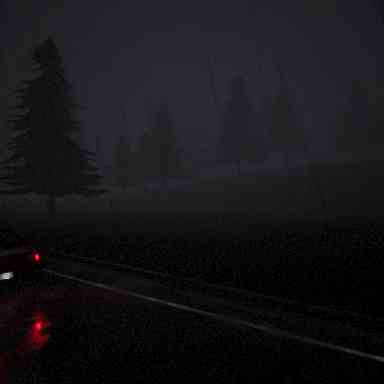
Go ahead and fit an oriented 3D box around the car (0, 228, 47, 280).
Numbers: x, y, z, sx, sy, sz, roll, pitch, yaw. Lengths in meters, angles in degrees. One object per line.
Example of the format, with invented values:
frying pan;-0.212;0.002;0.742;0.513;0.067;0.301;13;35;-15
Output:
car;-5.916;1.658;9.115;4.718;1.301;1.895;-1;0;42
